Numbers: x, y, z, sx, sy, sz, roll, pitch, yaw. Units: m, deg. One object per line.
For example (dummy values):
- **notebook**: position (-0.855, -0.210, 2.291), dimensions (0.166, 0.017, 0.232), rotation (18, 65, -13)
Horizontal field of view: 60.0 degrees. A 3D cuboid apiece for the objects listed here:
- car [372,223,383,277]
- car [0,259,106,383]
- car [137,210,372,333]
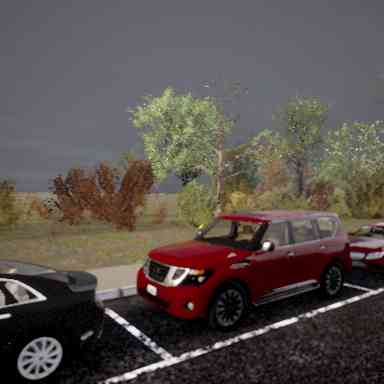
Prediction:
- **car**: position (5.985, 1.643, 10.333), dimensions (4.206, 1.307, 1.802), rotation (0, 0, -35)
- **car**: position (-3.233, 1.548, 3.785), dimensions (4.403, 1.369, 2.008), rotation (0, 0, -35)
- **car**: position (1.378, 1.344, 7.057), dimensions (5.009, 1.841, 2.192), rotation (0, 0, -35)
